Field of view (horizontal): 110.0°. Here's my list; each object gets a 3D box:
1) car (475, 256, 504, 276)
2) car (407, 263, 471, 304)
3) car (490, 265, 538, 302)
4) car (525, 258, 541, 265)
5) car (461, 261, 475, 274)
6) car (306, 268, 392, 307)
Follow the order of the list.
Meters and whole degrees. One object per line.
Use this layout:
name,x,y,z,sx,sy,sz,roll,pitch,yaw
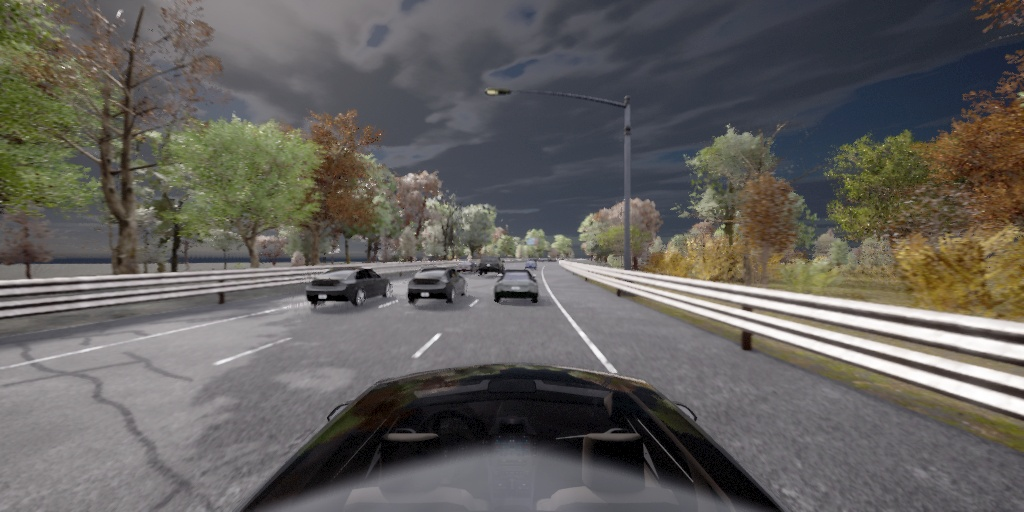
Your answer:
car,-2.086,1.008,37.450,2.150,2.045,5.566,0,0,4
car,-3.295,1.262,16.432,1.837,1.490,4.892,0,0,3
car,0.250,1.332,17.285,1.994,1.385,4.181,0,0,3
car,2.968,1.379,55.901,2.033,1.411,5.357,0,0,6
car,-5.218,1.332,42.596,2.033,1.411,5.357,0,0,4
car,-6.834,1.249,15.566,1.837,1.490,4.892,0,0,3
